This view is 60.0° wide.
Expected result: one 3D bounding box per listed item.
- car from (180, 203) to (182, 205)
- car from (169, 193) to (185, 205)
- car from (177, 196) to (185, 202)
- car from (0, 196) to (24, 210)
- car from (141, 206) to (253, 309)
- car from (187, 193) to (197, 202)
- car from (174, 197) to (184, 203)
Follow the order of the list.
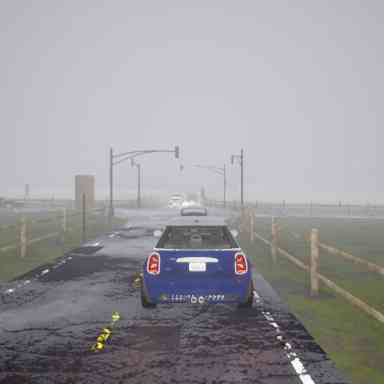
[{"bbox_3d":[0.092,1.516,17.226,1.837,1.490,4.892,0,0,0],"label":"car"},{"bbox_3d":[-2.837,1.267,59.862,2.150,2.045,5.566,0,0,0],"label":"car"},{"bbox_3d":[-2.698,1.589,80.234,1.812,1.442,4.674,0,0,0],"label":"car"},{"bbox_3d":[-21.053,1.130,36.342,5.008,1.535,1.882,1,0,0],"label":"car"},{"bbox_3d":[0.096,1.357,8.060,2.097,1.767,4.553,0,0,0],"label":"car"},{"bbox_3d":[0.038,1.285,75.172,2.150,2.045,5.566,0,0,0],"label":"car"},{"bbox_3d":[-2.732,1.650,69.892,1.895,1.301,4.718,0,0,0],"label":"car"}]
